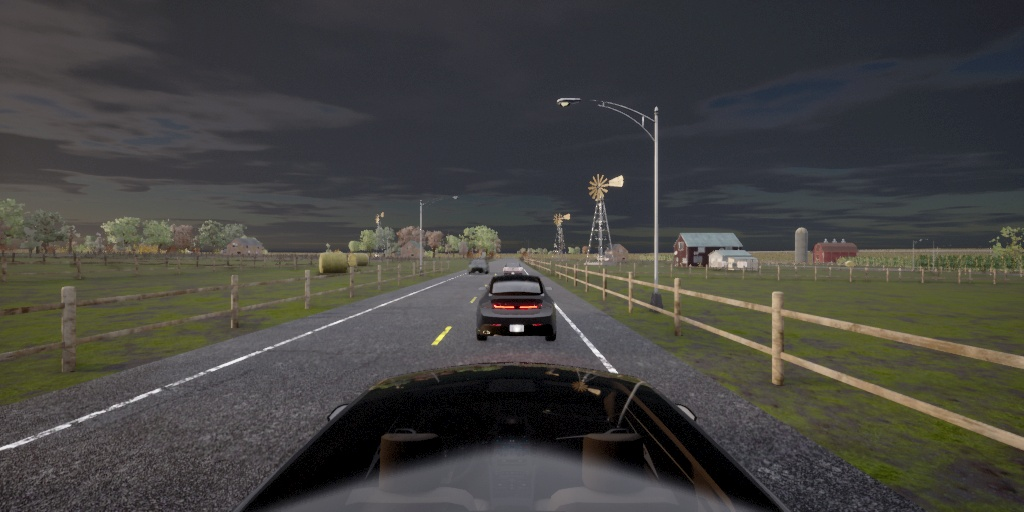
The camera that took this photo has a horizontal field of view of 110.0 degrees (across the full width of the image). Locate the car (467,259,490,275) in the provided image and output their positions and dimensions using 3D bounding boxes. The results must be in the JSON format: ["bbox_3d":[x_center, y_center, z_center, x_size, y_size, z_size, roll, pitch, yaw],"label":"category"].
[{"bbox_3d":[-3.600,1.095,39.186,2.097,1.767,4.553,0,0,0],"label":"car"}]

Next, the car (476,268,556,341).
[{"bbox_3d":[0.099,1.253,9.857,1.837,1.490,4.892,0,0,0],"label":"car"}]

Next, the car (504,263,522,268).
[{"bbox_3d":[0.093,1.344,36.228,1.895,1.301,4.718,0,0,0],"label":"car"}]
